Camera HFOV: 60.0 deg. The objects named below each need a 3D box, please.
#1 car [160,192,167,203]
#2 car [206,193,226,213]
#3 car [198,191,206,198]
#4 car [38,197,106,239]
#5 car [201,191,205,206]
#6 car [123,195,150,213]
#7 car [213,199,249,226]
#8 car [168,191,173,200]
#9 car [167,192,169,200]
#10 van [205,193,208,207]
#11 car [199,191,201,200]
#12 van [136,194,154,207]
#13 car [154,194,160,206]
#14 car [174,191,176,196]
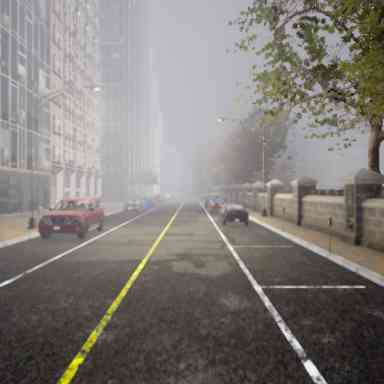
[{"bbox_3d":[-5.826,1.085,55.767,1.967,1.590,4.097,0,0,0],"label":"car"},{"bbox_3d":[2.698,1.239,33.260,1.967,1.590,4.097,0,0,0],"label":"car"},{"bbox_3d":[2.944,0.654,93.863,2.192,1.841,5.009,1,1,2],"label":"car"},{"bbox_3d":[-5.828,1.216,16.843,2.192,1.841,5.009,0,0,0],"label":"car"},{"bbox_3d":[2.699,1.040,44.378,2.192,1.841,5.009,0,0,0],"label":"car"},{"bbox_3d":[-5.828,1.349,33.525,2.008,1.369,4.403,0,0,0],"label":"car"},{"bbox_3d":[2.696,1.419,22.140,2.008,1.369,4.403,0,0,0],"label":"car"},{"bbox_3d":[-5.689,1.044,72.278,1.752,1.417,4.829,0,0,0],"label":"car"},{"bbox_3d":[-5.826,1.169,61.328,1.947,1.339,4.313,0,0,0],"label":"car"},{"bbox_3d":[2.699,1.104,38.819,1.690,1.788,3.998,0,0,0],"label":"van"},{"bbox_3d":[2.700,1.101,72.181,1.802,1.307,4.206,0,0,0],"label":"car"},{"bbox_3d":[-5.826,1.103,39.084,1.690,1.788,3.998,0,0,0],"label":"van"},{"bbox_3d":[-5.827,1.290,44.647,1.947,1.339,4.313,0,0,0],"label":"car"},{"bbox_3d":[-5.649,0.995,83.550,1.947,1.339,4.313,1,0,1],"label":"car"}]
